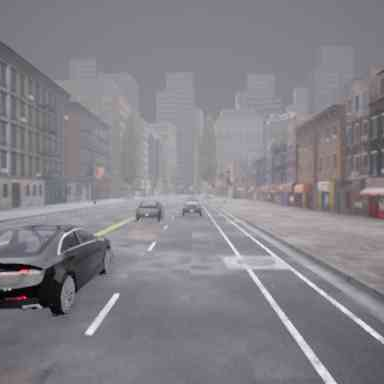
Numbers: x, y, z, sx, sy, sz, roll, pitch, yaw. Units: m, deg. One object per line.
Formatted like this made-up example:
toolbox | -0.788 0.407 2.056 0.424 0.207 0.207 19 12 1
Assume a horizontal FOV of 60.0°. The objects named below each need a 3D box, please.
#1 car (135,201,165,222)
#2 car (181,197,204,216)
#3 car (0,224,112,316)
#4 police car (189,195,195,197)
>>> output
car | -3.151 1.415 25.729 2.128 1.511 4.902 0 0 0
car | 0.009 1.461 31.302 1.812 1.442 4.674 0 0 0
car | -3.152 1.469 7.447 2.128 1.511 4.902 0 0 0
police car | 0.009 1.367 63.676 2.038 1.542 4.974 0 1 0
